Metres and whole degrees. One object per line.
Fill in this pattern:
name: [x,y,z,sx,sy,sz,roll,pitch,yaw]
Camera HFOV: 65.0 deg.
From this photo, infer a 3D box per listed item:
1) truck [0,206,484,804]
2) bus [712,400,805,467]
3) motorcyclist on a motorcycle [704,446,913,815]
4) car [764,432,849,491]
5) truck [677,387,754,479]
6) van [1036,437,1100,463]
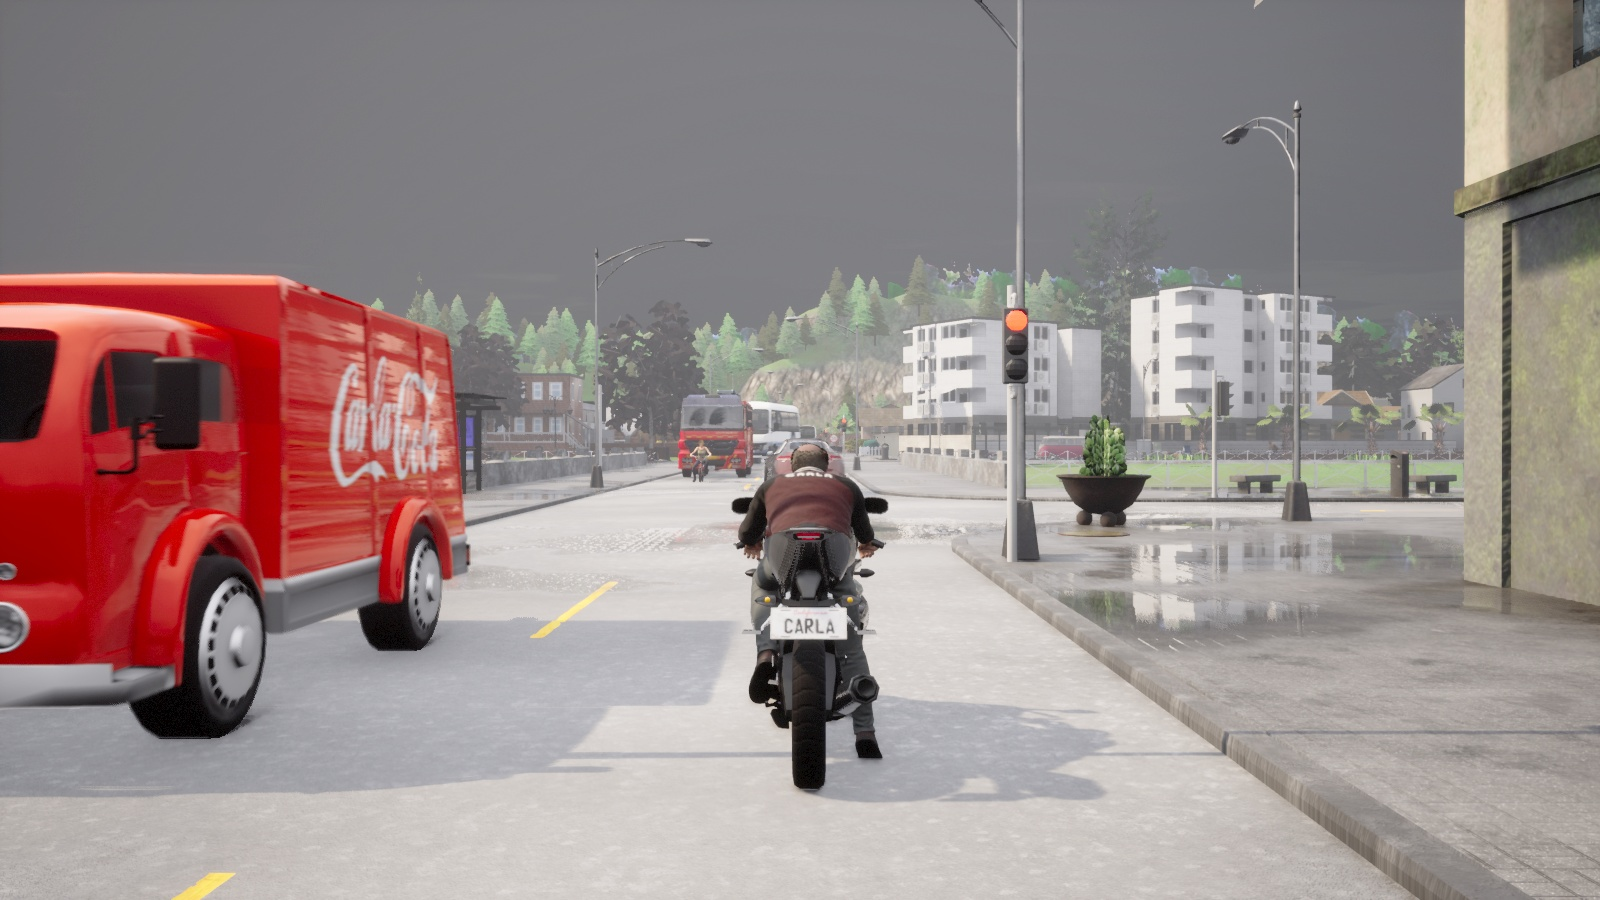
truck: [-3.952,0.212,7.799,2.627,2.467,5.204,0,0,0]
bus: [-2.671,-1.114,85.294,3.944,4.253,10.273,1,0,12]
motorcyclist on a motorcycle: [0.047,0.746,6.323,0.866,1.530,2.191,0,0,1]
car: [0.108,0.310,38.195,2.152,1.651,5.027,0,0,-5]
truck: [-3.704,-0.742,56.921,2.891,3.827,8.468,0,0,0]
van: [20.241,-0.021,95.067,4.442,1.987,1.775,0,0,0]
